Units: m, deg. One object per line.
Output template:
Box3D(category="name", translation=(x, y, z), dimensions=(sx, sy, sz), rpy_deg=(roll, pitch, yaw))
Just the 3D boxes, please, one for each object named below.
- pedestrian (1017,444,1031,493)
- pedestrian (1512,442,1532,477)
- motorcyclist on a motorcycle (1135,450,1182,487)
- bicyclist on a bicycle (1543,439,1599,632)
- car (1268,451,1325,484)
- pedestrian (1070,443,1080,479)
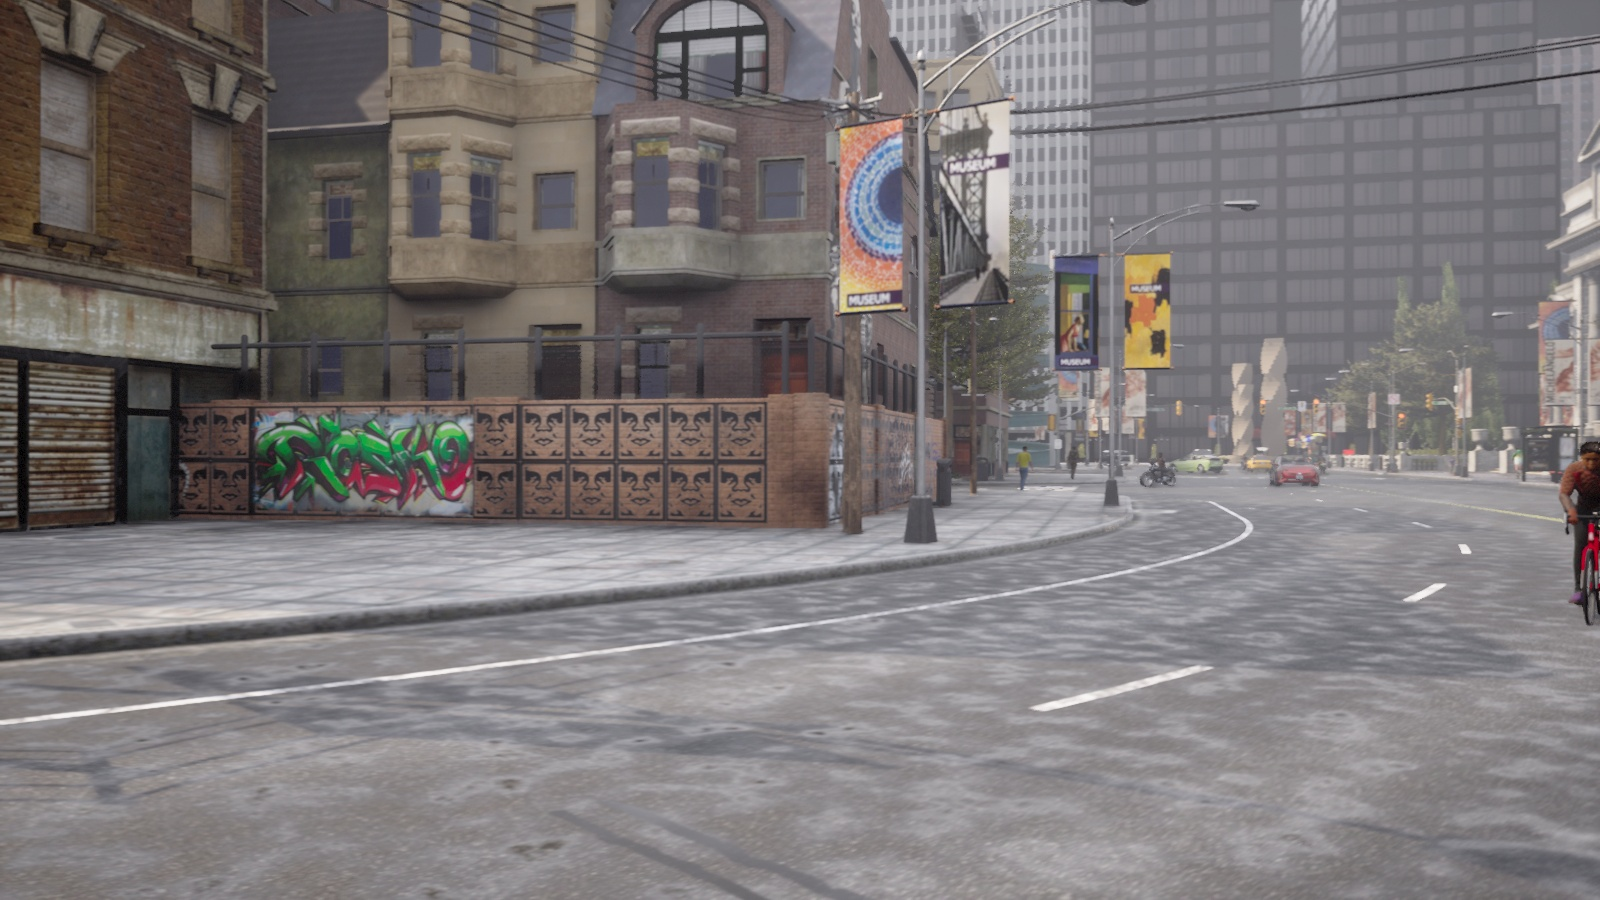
Box3D(category="pedestrian", translation=(8.442, 0.682, 47.343), dimensions=(0.354, 1.836, 0.706), rpy_deg=(0, 0, 25))
Box3D(category="pedestrian", translation=(40.233, 0.520, 69.979), dimensions=(0.659, 1.952, 0.873), rpy_deg=(0, 0, 6))
Box3D(category="motorcyclist on a motorcycle", translation=(16.439, 0.838, 57.570), dimensions=(2.350, 1.649, 0.766), rpy_deg=(0, -1, -36))
Box3D(category="bicyclist on a bicycle", translation=(7.115, 0.715, 11.252), dimensions=(0.582, 1.620, 1.656), rpy_deg=(-1, 0, 37))
Box3D(category="car", translation=(23.779, 0.823, 60.288), dimensions=(2.007, 1.525, 4.514), rpy_deg=(0, 0, 14))
Box3D(category="pedestrian", translation=(14.536, 0.578, 66.430), dimensions=(0.395, 1.930, 0.692), rpy_deg=(0, 0, 21))
